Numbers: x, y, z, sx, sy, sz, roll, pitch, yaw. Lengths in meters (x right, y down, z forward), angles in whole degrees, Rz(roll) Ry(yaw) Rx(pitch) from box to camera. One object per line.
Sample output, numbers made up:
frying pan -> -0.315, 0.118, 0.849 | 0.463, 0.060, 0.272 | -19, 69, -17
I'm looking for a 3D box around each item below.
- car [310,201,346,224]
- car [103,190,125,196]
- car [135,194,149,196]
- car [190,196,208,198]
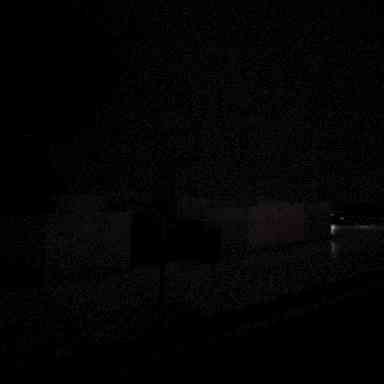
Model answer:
car -> 8.069, 1.336, 22.727 | 1.812, 1.442, 4.674 | 0, 0, -35
car -> -11.289, 0.851, 49.721 | 1.882, 1.535, 5.008 | 0, 0, -35
car -> -7.544, 0.973, 49.351 | 2.033, 1.411, 5.357 | 0, 0, -35
car -> 0.832, 1.138, 32.806 | 2.128, 1.511, 4.902 | 0, 1, -36
